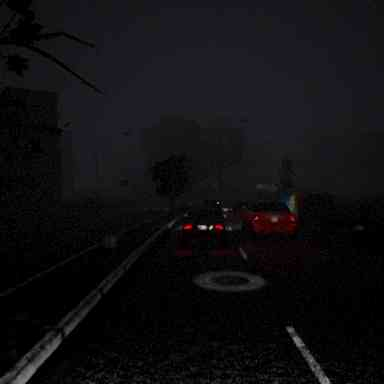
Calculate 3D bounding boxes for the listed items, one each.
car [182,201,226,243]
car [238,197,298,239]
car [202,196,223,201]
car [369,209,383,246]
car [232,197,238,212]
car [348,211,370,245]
[{"bbox_3d":[0.587,1.384,15.250,2.033,1.411,5.357,0,1,3],"label":"car"},{"bbox_3d":[3.680,1.190,16.493,2.097,1.767,4.553,0,1,3],"label":"car"},{"bbox_3d":[2.060,1.193,33.336,1.837,1.490,4.892,0,0,6],"label":"car"},{"bbox_3d":[8.249,1.388,9.965,4.892,1.521,2.231,1,0,-17],"label":"car"},{"bbox_3d":[5.118,1.236,33.741,1.812,1.442,4.674,0,0,6],"label":"car"},{"bbox_3d":[8.409,1.393,12.927,4.792,1.488,2.163,1,0,-17],"label":"car"}]
